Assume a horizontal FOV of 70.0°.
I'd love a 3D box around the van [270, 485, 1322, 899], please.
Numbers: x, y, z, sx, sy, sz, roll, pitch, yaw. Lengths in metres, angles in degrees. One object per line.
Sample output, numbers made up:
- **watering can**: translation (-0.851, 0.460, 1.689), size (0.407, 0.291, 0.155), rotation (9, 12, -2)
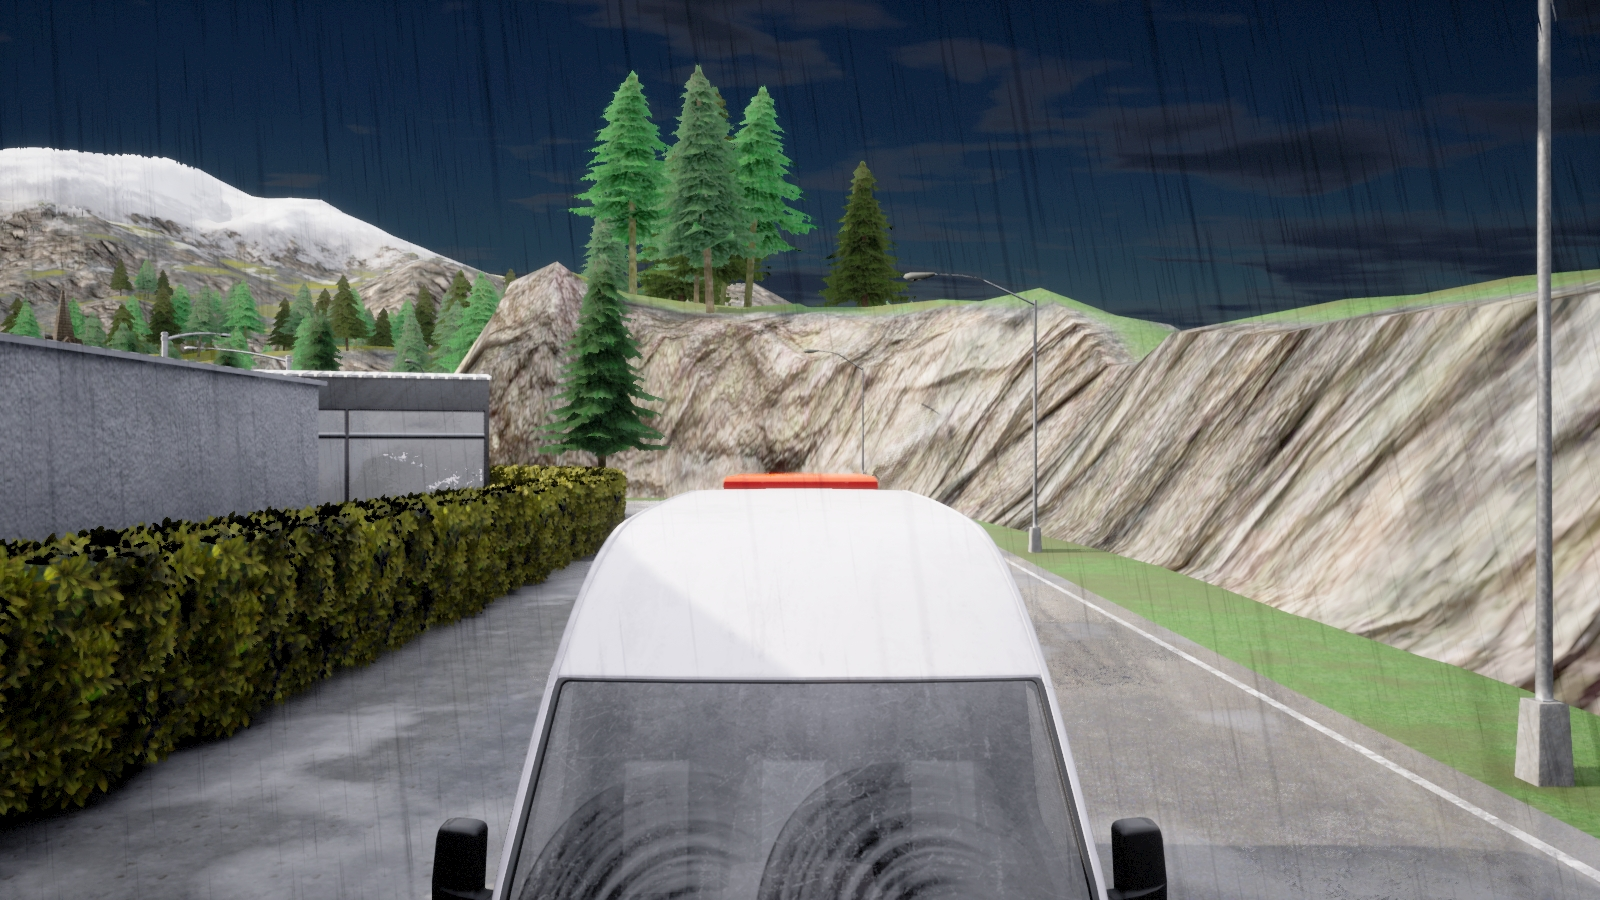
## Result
- **van**: translation (-0.011, 1.530, 5.116), size (1.988, 2.561, 5.915), rotation (0, 0, 0)
